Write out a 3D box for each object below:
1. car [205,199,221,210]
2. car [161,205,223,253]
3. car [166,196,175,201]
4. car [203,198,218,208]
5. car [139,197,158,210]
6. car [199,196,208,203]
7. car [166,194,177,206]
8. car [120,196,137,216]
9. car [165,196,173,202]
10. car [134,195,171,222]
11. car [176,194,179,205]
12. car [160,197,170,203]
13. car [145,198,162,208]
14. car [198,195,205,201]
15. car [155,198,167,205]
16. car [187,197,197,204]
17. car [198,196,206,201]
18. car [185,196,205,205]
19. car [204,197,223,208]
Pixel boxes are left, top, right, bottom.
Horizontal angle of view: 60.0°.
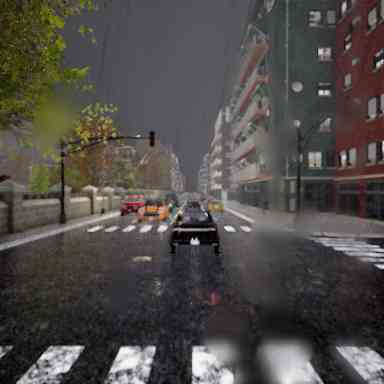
[{"bbox_3d":[2.690,1.628,43.997,1.887,1.381,4.507,0,0,0],"label":"car"},{"bbox_3d":[0.100,1.514,13.833,2.128,1.511,4.902,0,0,0],"label":"car"},{"bbox_3d":[-5.687,1.744,88.279,2.008,1.369,4.403,0,0,0],"label":"car"},{"bbox_3d":[2.691,1.646,49.533,2.008,1.369,4.403,0,0,0],"label":"car"},{"bbox_3d":[-5.691,1.523,43.997,1.967,1.590,4.097,0,0,0],"label":"car"},{"bbox_3d":[2.692,1.708,77.208,1.887,1.381,4.507,0,0,0],"label":"car"},{"bbox_3d":[-3.089,1.420,37.216,2.097,1.767,4.553,0,0,0],"label":"car"},{"bbox_3d":[-5.692,1.373,32.927,2.192,1.841,5.009,0,0,0],"label":"car"},{"bbox_3d":[-5.688,1.703,82.573,1.752,1.417,4.829,0,0,0],"label":"car"},{"bbox_3d":[-3.062,1.398,26.995,2.097,1.767,4.553,0,0,-1],"label":"car"},{"bbox_3d":[-3.077,1.309,49.853,2.150,2.045,5.566,0,1,0],"label":"car"},{"bbox_3d":[-5.688,1.731,71.673,1.802,1.307,4.206,0,0,0],"label":"car"},{"bbox_3d":[-5.690,1.640,49.532,1.887,1.381,4.507,0,0,0],"label":"car"},{"bbox_3d":[2.693,1.649,93.814,1.967,1.590,4.097,0,0,0],"label":"car"},{"bbox_3d":[-5.689,1.703,60.602,1.802,1.307,4.206,0,0,0],"label":"car"},{"bbox_3d":[0.006,1.685,68.648,2.033,1.411,5.357,0,0,0],"label":"car"},{"bbox_3d":[2.693,1.759,88.279,1.947,1.339,4.313,0,0,0],"label":"car"},{"bbox_3d":[0.101,1.567,40.720,2.128,1.511,4.902,0,0,0],"label":"car"},{"bbox_3d":[2.690,1.596,38.632,1.752,1.417,4.829,0,0,0],"label":"car"}]
